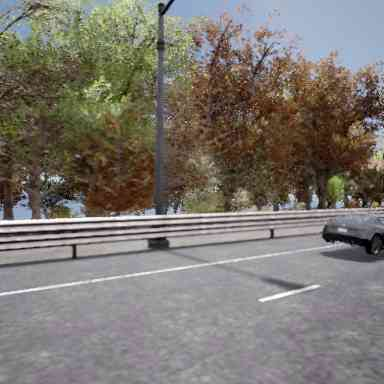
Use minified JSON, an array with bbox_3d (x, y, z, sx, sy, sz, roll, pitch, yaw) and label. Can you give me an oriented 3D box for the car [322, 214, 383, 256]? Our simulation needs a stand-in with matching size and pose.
[{"bbox_3d":[7.069,1.595,13.139,4.181,1.385,1.994,8,-3,-34],"label":"car"}]
